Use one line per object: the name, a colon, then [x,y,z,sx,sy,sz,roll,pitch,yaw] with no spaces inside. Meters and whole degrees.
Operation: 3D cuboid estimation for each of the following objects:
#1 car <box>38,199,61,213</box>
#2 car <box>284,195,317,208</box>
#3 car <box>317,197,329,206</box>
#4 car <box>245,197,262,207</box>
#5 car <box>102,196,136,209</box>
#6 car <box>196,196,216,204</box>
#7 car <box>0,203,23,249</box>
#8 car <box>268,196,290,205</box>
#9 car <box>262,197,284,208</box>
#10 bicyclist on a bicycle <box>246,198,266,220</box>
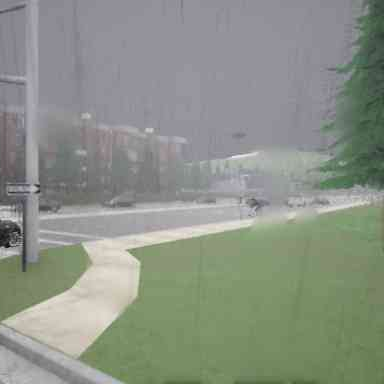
car: [-16.050,1.460,34.514,2.128,1.511,4.902,0,0,35]
car: [15.300,1.206,46.745,2.150,2.045,5.566,0,0,36]
car: [21.416,1.509,55.540,1.812,1.442,4.674,0,0,35]
car: [10.019,1.456,51.392,1.882,1.535,5.008,0,0,35]
car: [-9.587,1.322,43.721,2.097,1.767,4.553,0,0,35]
car: [2.657,1.460,61.025,2.128,1.511,4.902,0,0,35]
car: [-8.048,1.340,11.753,2.097,1.767,4.553,0,0,2]
car: [15.664,1.525,59.530,2.033,1.411,5.357,0,0,35]
car: [12.724,1.473,49.158,2.128,1.511,4.902,0,0,36]
bicyclist on a bicycle: [4.733,1.279,24.678,1.656,1.620,0.582,0,0,35]
